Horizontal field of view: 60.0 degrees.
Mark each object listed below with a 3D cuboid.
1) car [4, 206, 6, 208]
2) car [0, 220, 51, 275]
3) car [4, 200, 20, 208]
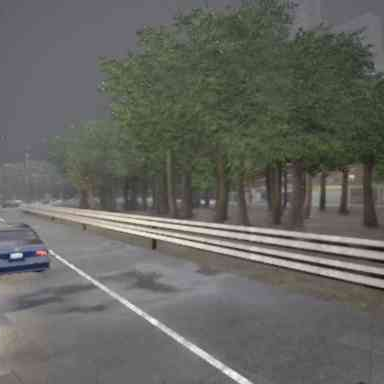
[{"bbox_3d":[-16.031,1.998,25.857,2.033,1.411,5.357,0,-1,-34],"label":"car"},{"bbox_3d":[-5.912,1.728,10.668,2.033,1.411,5.357,0,-1,-34],"label":"car"},{"bbox_3d":[-39.144,2.554,72.449,2.097,1.767,4.553,0,-1,-9],"label":"car"}]
